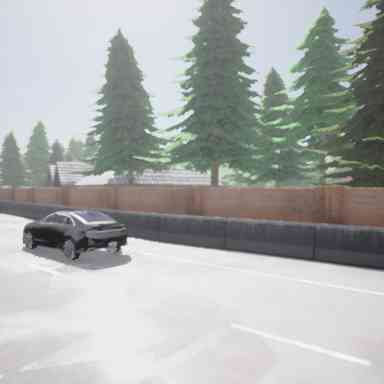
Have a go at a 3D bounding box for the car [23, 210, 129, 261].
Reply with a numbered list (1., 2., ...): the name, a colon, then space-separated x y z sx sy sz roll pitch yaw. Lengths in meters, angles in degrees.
1. car: -4.348 1.412 12.061 4.902 1.511 2.128 1 0 40
